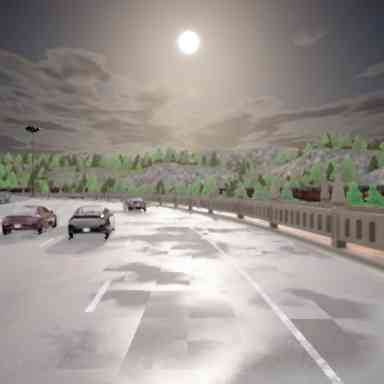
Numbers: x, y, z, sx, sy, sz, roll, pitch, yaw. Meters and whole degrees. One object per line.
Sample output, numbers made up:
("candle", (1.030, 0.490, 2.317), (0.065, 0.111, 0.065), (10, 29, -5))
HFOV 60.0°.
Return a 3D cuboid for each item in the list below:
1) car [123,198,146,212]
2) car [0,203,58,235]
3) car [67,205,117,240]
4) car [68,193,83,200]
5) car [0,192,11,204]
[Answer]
("car", (-6.314, 1.349, 36.542), (2.163, 1.488, 4.792), (0, 0, -19))
("car", (-8.675, 1.436, 18.093), (1.812, 1.442, 4.674), (0, 0, -10))
("car", (-4.906, 1.403, 16.670), (2.128, 1.511, 4.902), (0, 0, -9))
("car", (-23.693, 0.818, 67.495), (1.994, 1.385, 4.181), (0, 0, -39))
("car", (-23.694, 1.026, 41.172), (2.150, 2.045, 5.566), (0, 0, -26))
